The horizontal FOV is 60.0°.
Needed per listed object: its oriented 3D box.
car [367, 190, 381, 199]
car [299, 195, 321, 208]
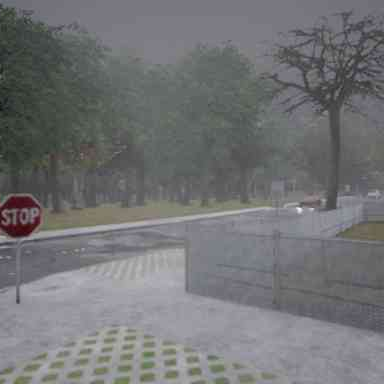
[{"bbox_3d":[41.625,0.458,76.073,2.150,2.045,5.566,1,1,36],"label":"car"},{"bbox_3d":[16.144,1.241,45.278,1.882,1.535,5.008,1,2,36],"label":"car"}]
